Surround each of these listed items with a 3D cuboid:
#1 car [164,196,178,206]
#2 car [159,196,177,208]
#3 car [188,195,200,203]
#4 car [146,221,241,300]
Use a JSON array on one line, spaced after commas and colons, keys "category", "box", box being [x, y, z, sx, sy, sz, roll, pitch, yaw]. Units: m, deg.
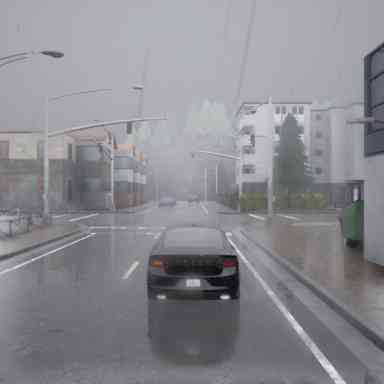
[{"category": "car", "box": [-3.591, 1.491, 57.752, 2.128, 1.511, 4.902, 0, 0, 0]}, {"category": "car", "box": [-3.609, 1.477, 47.401, 1.882, 1.535, 5.008, 0, 0, 0]}, {"category": "car", "box": [0.470, 1.353, 69.707, 2.097, 1.767, 4.553, 0, 0, 7]}, {"category": "car", "box": [0.047, 1.478, 8.434, 1.882, 1.535, 5.008, 0, 0, 1]}]
